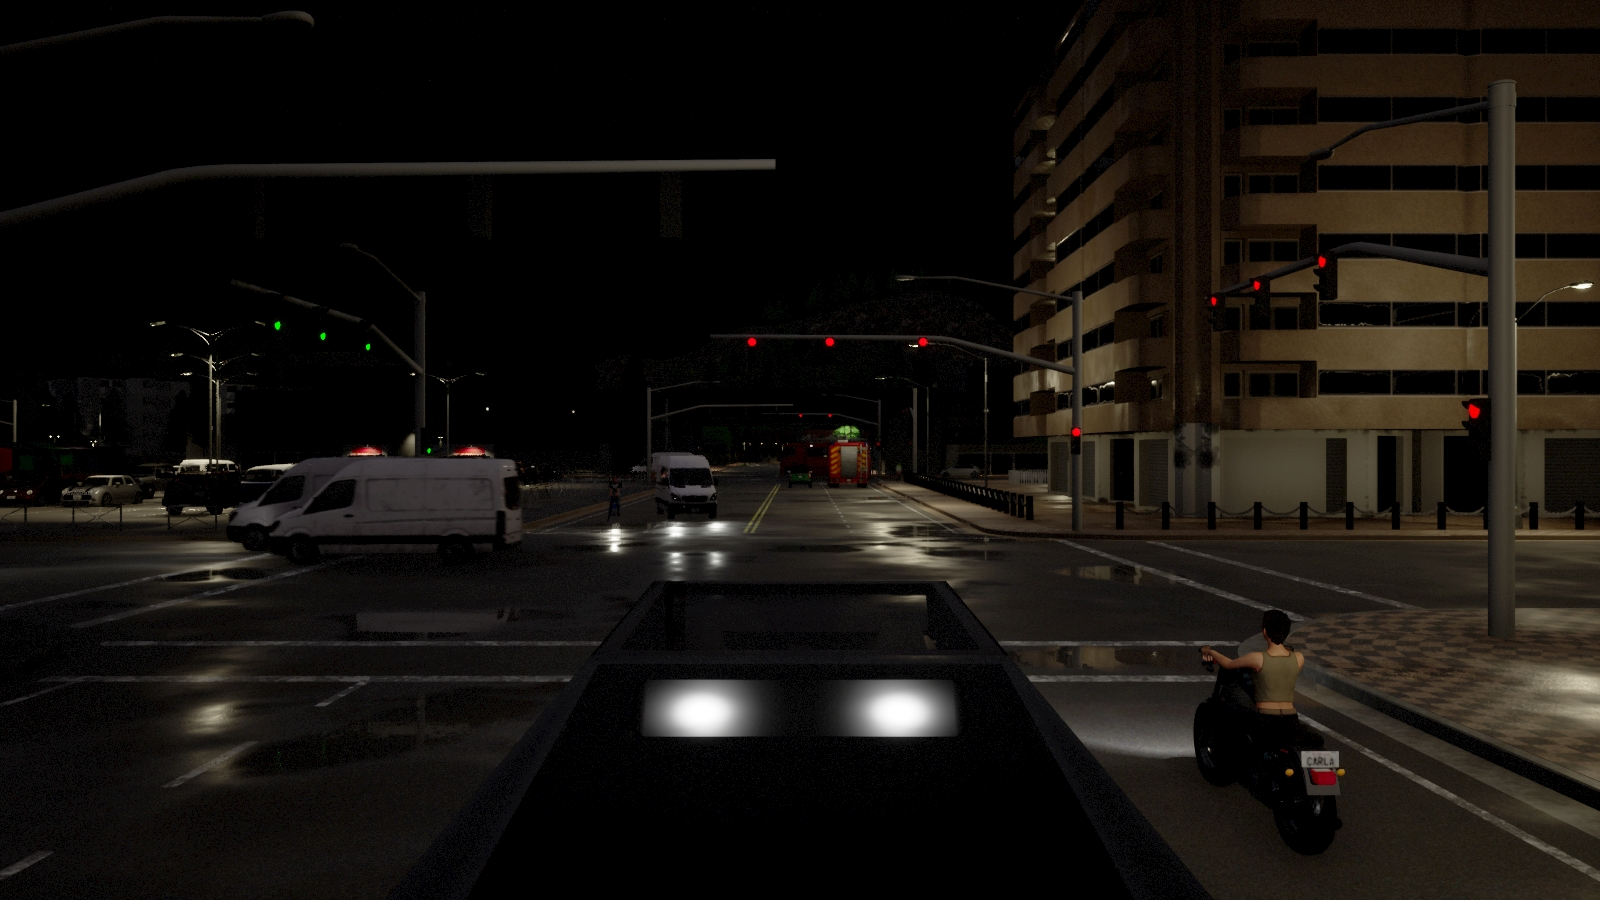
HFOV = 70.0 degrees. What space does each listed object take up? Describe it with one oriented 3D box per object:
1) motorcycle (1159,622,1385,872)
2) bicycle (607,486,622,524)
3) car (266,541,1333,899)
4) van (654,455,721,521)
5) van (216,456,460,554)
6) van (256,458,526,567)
[{"bbox_3d":[3.502,2.151,8.762,0.764,1.307,2.356,0,0,0],"label":"motorcycle"},{"bbox_3d":[-7.113,2.096,43.847,0.373,1.385,1.643,0,0,-1],"label":"bicycle"},{"bbox_3d":[0.000,1.751,5.696,2.390,2.098,6.274,0,0,0],"label":"car"},{"bbox_3d":[-4.814,1.517,48.008,1.988,2.561,5.915,0,0,-14],"label":"van"},{"bbox_3d":[-12.655,1.476,31.544,5.915,2.561,1.988,0,0,0],"label":"van"},{"bbox_3d":[-9.916,1.487,28.066,5.915,2.561,1.988,0,0,-1],"label":"van"}]
